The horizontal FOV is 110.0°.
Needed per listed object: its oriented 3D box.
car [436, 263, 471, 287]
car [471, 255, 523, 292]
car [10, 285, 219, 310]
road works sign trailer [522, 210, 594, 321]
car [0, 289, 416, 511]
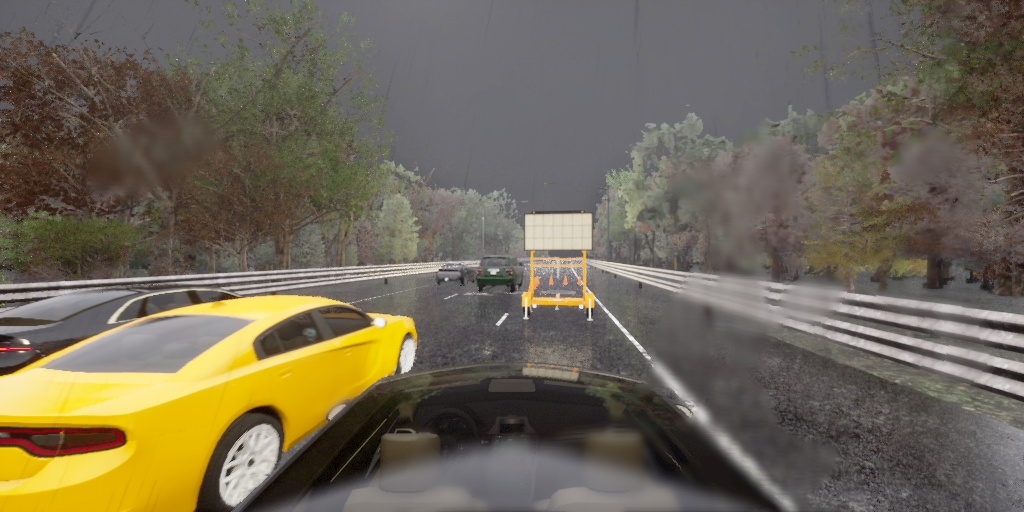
[{"bbox_3d":[-3.737,1.249,24.709,2.128,1.511,4.902,0,0,7],"label":"car"},{"bbox_3d":[-0.615,0.980,21.645,2.150,2.045,5.566,0,0,8],"label":"car"},{"bbox_3d":[-6.087,1.255,6.444,1.837,1.490,4.892,0,0,7],"label":"car"},{"bbox_3d":[1.630,0.219,12.664,2.380,3.560,2.880,0,0,8],"label":"road works sign trailer"},{"bbox_3d":[-2.815,1.228,4.372,1.882,1.535,5.008,0,0,7],"label":"car"}]
